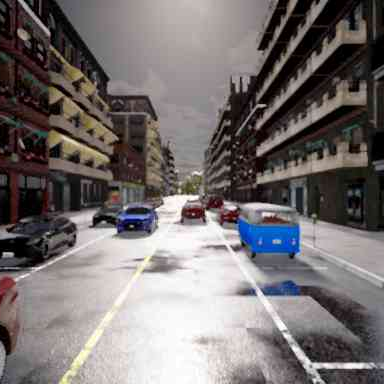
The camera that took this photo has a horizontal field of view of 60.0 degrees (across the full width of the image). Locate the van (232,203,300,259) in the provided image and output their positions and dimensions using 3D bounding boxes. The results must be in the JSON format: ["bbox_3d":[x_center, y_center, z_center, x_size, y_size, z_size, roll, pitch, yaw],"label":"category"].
[{"bbox_3d":[2.705,1.348,12.427,1.690,1.788,3.998,1,0,0],"label":"van"}]

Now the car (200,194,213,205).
[{"bbox_3d":[2.714,1.353,62.566,2.192,1.841,5.009,1,0,0],"label":"car"}]

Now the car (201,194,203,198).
[{"bbox_3d":[2.711,1.342,45.852,2.192,1.841,5.009,1,0,0],"label":"car"}]

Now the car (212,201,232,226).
[{"bbox_3d":[2.705,1.558,23.568,1.887,1.381,4.507,1,0,0],"label":"car"}]

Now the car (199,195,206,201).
[{"bbox_3d":[2.715,1.582,90.592,1.752,1.417,4.829,1,0,0],"label":"car"}]

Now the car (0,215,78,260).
[{"bbox_3d":[-5.677,1.573,12.467,1.947,1.339,4.313,1,0,0],"label":"car"}]

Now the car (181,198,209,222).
[{"bbox_3d":[0.099,1.492,26.845,1.882,1.535,5.008,0,0,0],"label":"car"}]

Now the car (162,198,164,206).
[{"bbox_3d":[-5.672,1.612,51.465,1.802,1.307,4.206,1,0,0],"label":"car"}]

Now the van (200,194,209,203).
[{"bbox_3d":[2.715,1.386,73.708,1.690,1.788,3.998,1,0,0],"label":"van"}]

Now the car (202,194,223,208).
[{"bbox_3d":[2.710,1.338,40.282,2.192,1.841,5.009,1,0,0],"label":"car"}]

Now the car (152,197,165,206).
[{"bbox_3d":[-5.671,1.615,57.036,1.802,1.307,4.206,1,0,0],"label":"car"}]

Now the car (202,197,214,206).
[{"bbox_3d":[2.710,1.559,57.164,1.752,1.417,4.829,1,0,0],"label":"car"}]

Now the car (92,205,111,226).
[{"bbox_3d":[-5.676,1.579,23.609,1.947,1.339,4.313,1,0,0],"label":"car"}]

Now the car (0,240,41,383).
[{"bbox_3d":[-3.089,1.479,2.153,1.882,1.535,5.008,0,0,0],"label":"car"}]

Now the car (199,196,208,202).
[{"bbox_3d":[2.713,1.600,79.279,2.008,1.369,4.403,1,0,0],"label":"car"}]

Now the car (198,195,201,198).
[{"bbox_3d":[0.106,1.517,46.858,2.128,1.511,4.902,0,0,0],"label":"car"}]

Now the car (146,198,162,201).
[{"bbox_3d":[-5.672,1.571,45.894,1.887,1.381,4.507,1,0,0],"label":"car"}]

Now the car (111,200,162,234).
[{"bbox_3d":[-3.077,1.488,19.549,1.882,1.535,5.008,0,0,0],"label":"car"}]
